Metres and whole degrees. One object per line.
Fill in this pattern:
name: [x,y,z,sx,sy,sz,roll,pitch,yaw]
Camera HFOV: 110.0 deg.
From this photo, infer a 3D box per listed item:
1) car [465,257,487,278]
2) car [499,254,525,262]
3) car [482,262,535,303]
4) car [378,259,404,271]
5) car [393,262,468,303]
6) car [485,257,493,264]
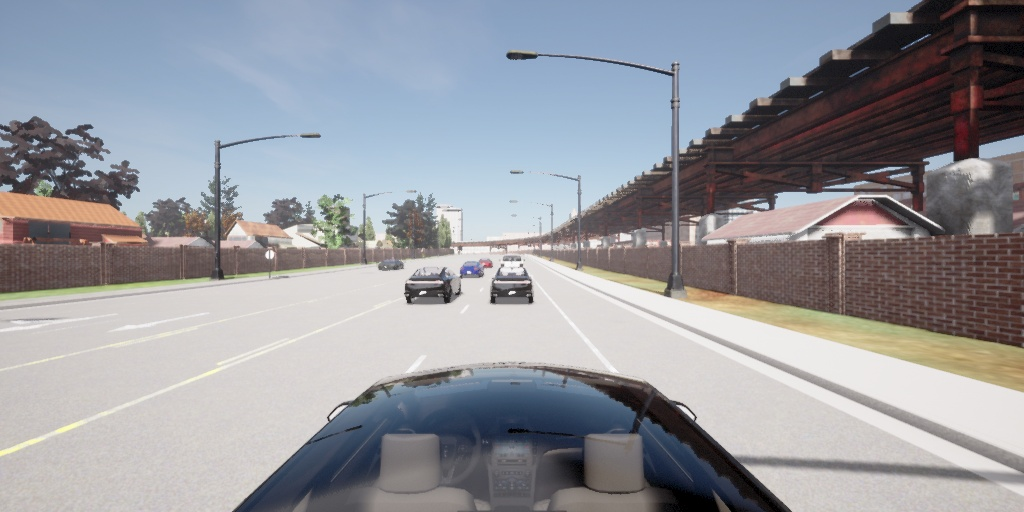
car: [-3.500,1.123,31.490,1.812,1.442,4.674,0,1,0]
car: [0.000,0.847,31.517,2.150,2.045,5.566,0,1,0]
car: [0.000,1.232,16.497,2.128,1.511,4.902,0,0,0]
car: [-14.000,0.997,41.687,1.994,1.385,4.181,0,1,0]
car: [-3.500,1.232,16.497,2.128,1.511,4.902,0,0,0]
car: [-3.500,0.858,46.686,1.994,1.385,4.181,0,1,0]
